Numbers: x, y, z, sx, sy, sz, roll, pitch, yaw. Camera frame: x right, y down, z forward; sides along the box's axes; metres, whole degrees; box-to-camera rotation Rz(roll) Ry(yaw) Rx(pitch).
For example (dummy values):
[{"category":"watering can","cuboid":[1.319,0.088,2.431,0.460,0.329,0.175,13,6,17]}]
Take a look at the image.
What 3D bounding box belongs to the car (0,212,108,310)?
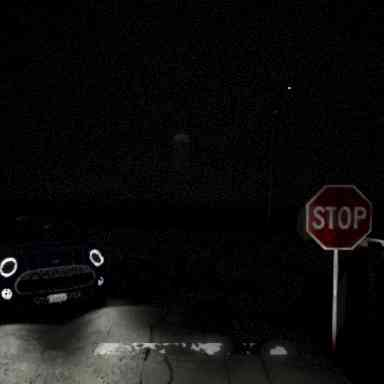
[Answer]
[{"category":"car","cuboid":[-3.560,1.350,8.048,2.097,1.767,4.553,-1,0,-30]}]
